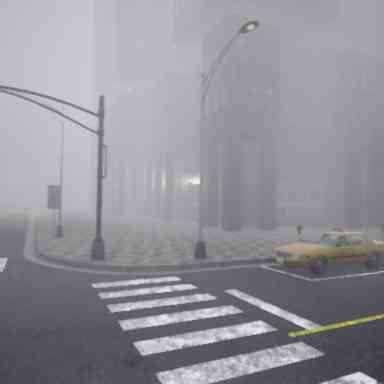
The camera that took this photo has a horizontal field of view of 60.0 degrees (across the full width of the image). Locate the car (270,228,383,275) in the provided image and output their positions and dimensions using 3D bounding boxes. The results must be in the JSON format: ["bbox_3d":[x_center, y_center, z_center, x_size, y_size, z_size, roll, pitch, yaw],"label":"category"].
[{"bbox_3d":[5.083,2.010,12.065,4.829,1.417,1.752,2,-2,-26],"label":"car"}]
